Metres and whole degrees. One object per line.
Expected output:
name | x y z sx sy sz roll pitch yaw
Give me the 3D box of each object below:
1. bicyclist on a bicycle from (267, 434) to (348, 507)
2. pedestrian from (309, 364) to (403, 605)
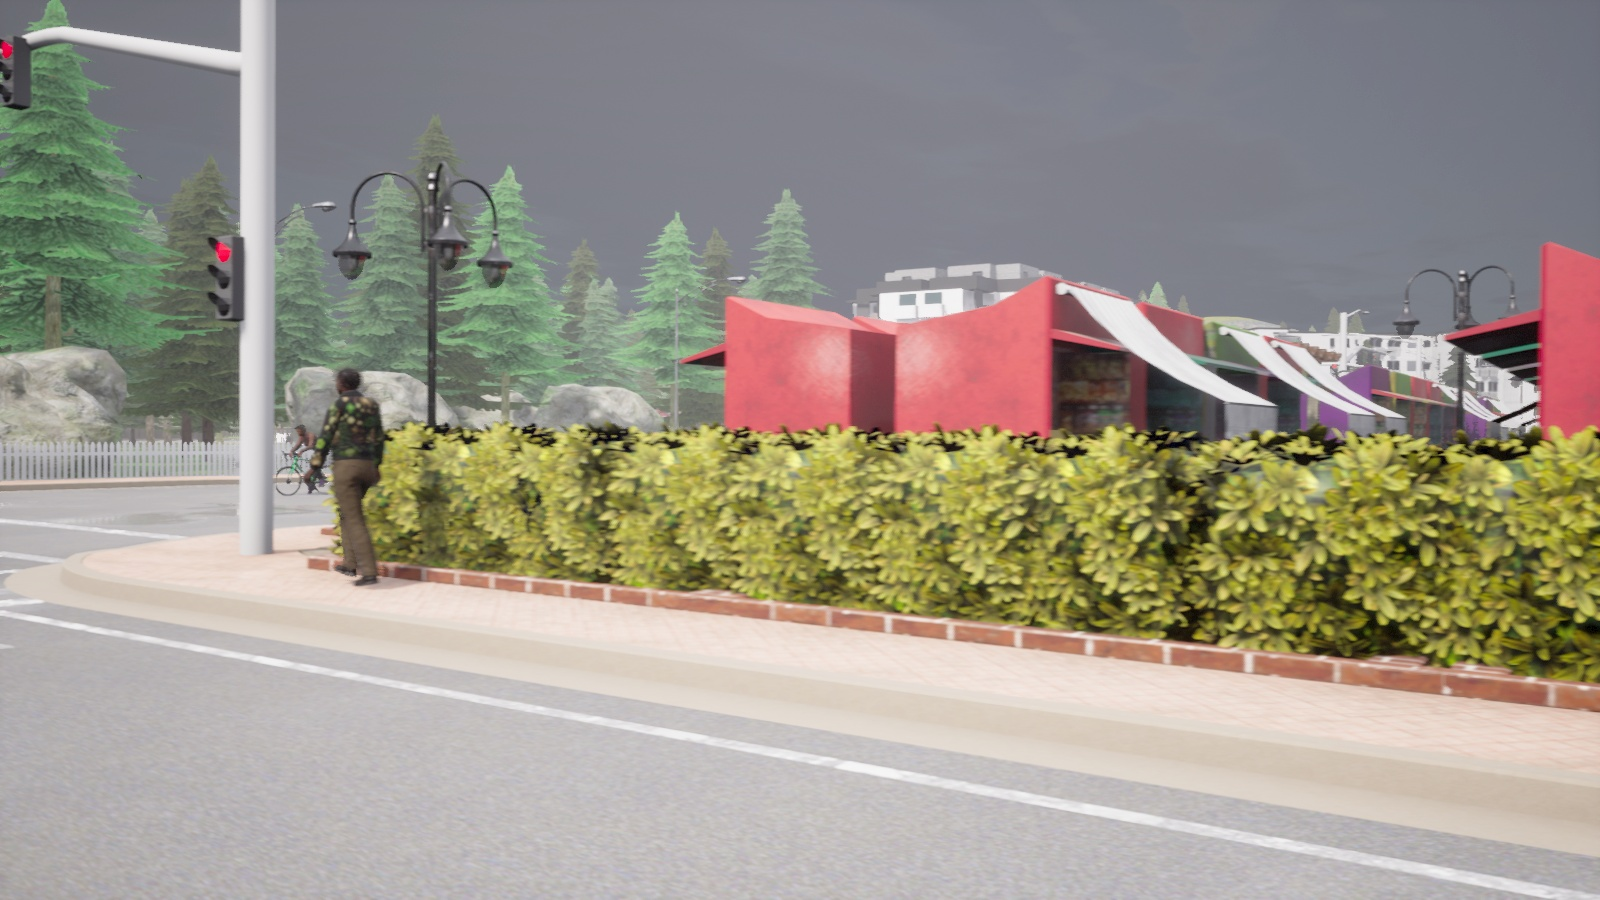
bicyclist on a bicycle | -11.259 0.449 28.761 0.582 1.620 1.656 0 1 34
pedestrian | -3.695 0.276 10.442 0.692 1.930 0.395 0 1 37
